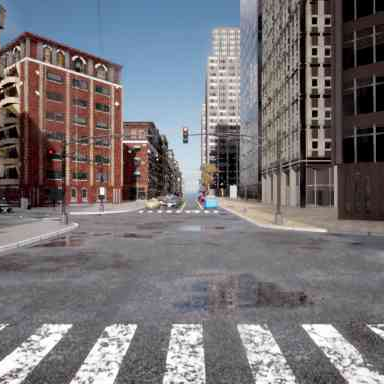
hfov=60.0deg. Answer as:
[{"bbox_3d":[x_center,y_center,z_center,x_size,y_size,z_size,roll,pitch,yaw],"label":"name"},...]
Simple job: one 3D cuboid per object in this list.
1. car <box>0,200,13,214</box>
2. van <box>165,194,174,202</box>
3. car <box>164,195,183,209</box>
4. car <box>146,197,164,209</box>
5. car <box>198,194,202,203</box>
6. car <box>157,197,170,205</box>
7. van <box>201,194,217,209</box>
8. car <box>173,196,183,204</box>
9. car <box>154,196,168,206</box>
[{"bbox_3d":[-21.514,1.683,36.755,4.902,1.511,2.128,-1,-1,41],"label":"car"},{"bbox_3d":[-5.312,1.473,79.090,1.690,1.788,3.998,0,0,0],"label":"van"},{"bbox_3d":[-2.812,1.537,45.966,2.128,1.511,4.902,0,0,2],"label":"car"},{"bbox_3d":[-5.312,1.570,45.606,1.752,1.417,4.829,0,0,0],"label":"car"},{"bbox_3d":[2.568,1.644,67.985,1.887,1.381,4.507,0,0,0],"label":"car"},{"bbox_3d":[-5.313,1.650,62.434,1.947,1.339,4.313,0,0,0],"label":"car"},{"bbox_3d":[2.569,1.386,45.776,1.690,1.788,3.998,0,0,0],"label":"van"},{"bbox_3d":[-2.775,1.620,66.420,1.812,1.442,4.674,0,0,1],"label":"car"},{"bbox_3d":[-5.312,1.509,56.882,1.967,1.590,4.097,0,0,0],"label":"car"}]
